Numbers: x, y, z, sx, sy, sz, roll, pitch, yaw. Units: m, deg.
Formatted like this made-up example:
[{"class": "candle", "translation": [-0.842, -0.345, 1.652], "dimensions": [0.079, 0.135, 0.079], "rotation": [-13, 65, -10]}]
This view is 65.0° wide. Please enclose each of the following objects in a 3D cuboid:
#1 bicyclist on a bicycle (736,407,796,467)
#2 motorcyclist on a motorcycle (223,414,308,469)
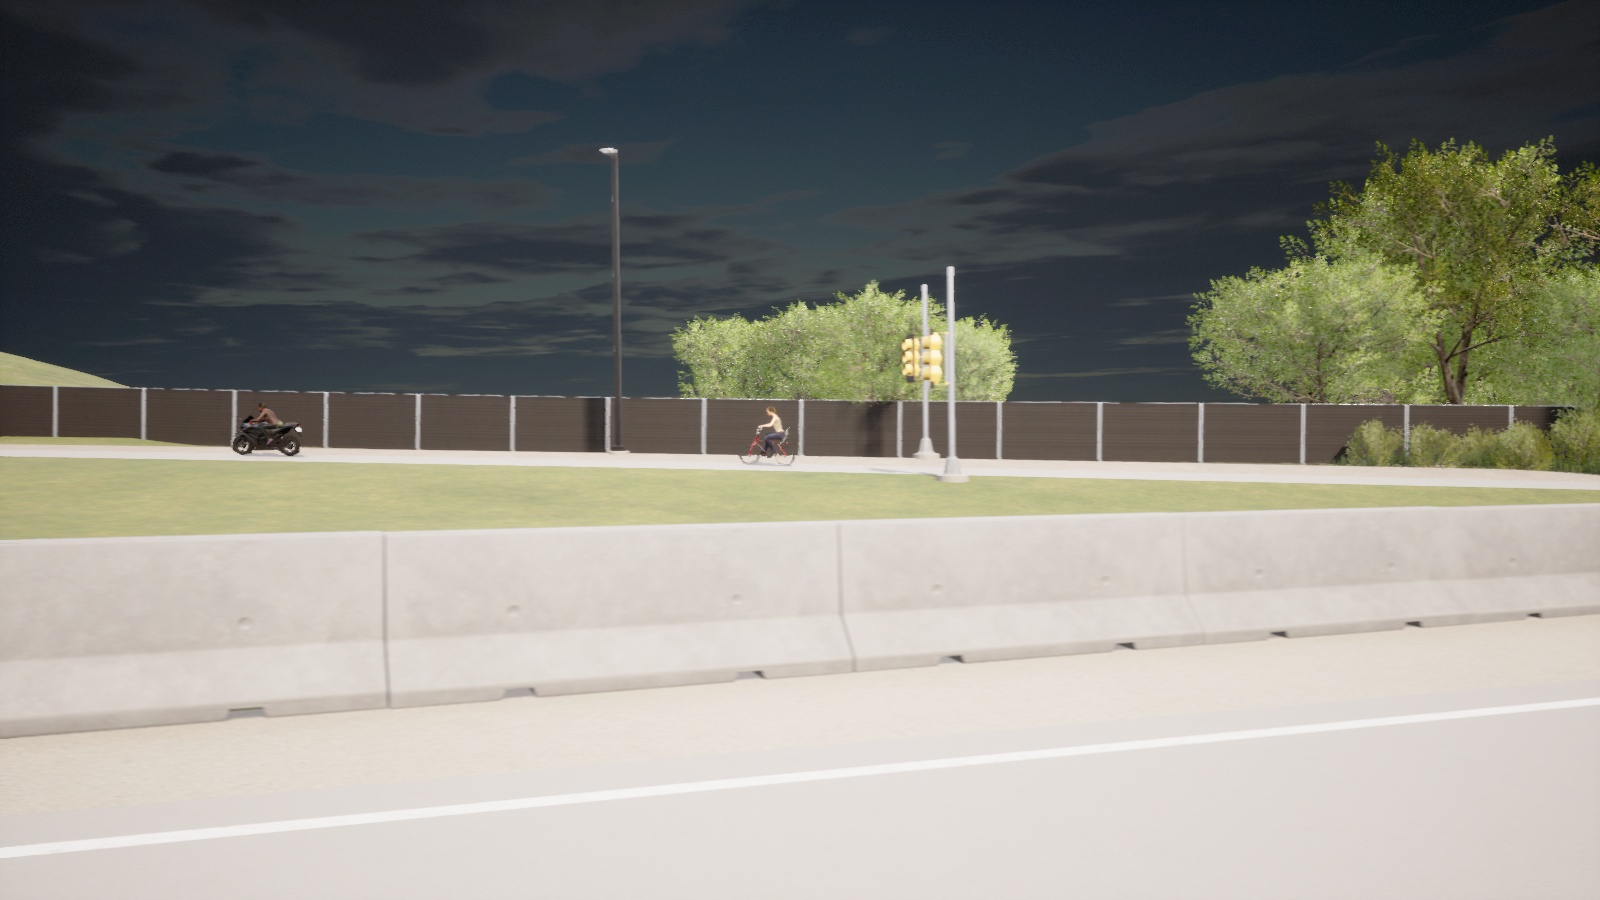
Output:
[{"class": "bicyclist on a bicycle", "translation": [-0.905, -0.353, 33.838], "dimensions": [1.509, 1.612, 0.866], "rotation": [0, 2, 6]}, {"class": "motorcyclist on a motorcycle", "translation": [-15.042, -0.245, 35.369], "dimensions": [2.044, 1.523, 0.797], "rotation": [0, 2, 6]}]
